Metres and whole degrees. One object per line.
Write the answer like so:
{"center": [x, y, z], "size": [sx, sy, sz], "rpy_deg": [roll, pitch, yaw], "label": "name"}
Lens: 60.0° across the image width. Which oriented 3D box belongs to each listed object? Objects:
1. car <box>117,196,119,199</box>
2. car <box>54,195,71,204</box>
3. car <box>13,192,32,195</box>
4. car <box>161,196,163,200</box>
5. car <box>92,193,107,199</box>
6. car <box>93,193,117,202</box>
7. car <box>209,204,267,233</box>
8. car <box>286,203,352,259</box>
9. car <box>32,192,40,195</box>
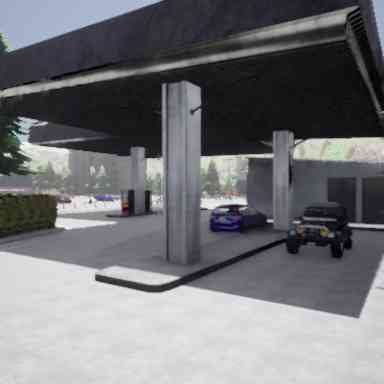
{"center": [-19.621, 1.122, 80.739], "size": [3.806, 1.475, 1.970], "rpy_deg": [0, 0, 33], "label": "car"}
{"center": [-22.557, 1.192, 56.354], "size": [4.514, 1.523, 2.007], "rpy_deg": [0, 0, 33], "label": "car"}
{"center": [-35.764, 0.919, 69.202], "size": [3.866, 1.878, 1.905], "rpy_deg": [0, 0, 33], "label": "car"}
{"center": [-4.108, 1.100, 70.358], "size": [5.027, 1.636, 2.152], "rpy_deg": [0, 0, 33], "label": "car"}
{"center": [-24.182, 1.080, 87.308], "size": [3.633, 1.501, 1.845], "rpy_deg": [0, 0, 33], "label": "car"}
{"center": [-17.029, 1.151, 64.679], "size": [3.633, 1.501, 1.845], "rpy_deg": [0, 0, 33], "label": "car"}
{"center": [2.874, 1.545, 20.126], "size": [2.242, 1.667, 4.611], "rpy_deg": [0, 0, 33], "label": "car"}
{"center": [5.220, 1.415, 13.390], "size": [1.905, 1.878, 3.866], "rpy_deg": [0, 0, 33], "label": "car"}
{"center": [-34.511, 0.920, 71.856], "size": [4.605, 1.855, 1.932], "rpy_deg": [0, 0, 33], "label": "car"}
